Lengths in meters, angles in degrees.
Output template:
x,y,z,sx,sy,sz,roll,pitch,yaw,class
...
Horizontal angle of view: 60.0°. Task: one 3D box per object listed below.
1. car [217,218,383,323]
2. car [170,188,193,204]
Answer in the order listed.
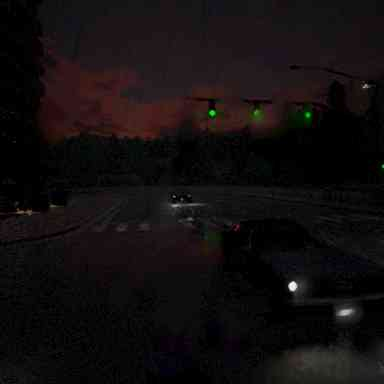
x,y,z,sx,sy,sz,roll,pitch,yaw,class
1.845,1.286,6.776,1.895,1.301,4.718,-2,2,-7,car
-1.152,0.306,32.690,1.812,1.442,4.674,-1,2,-6,car
